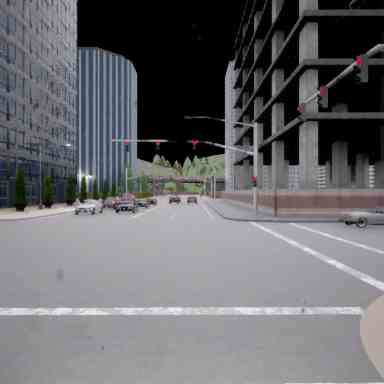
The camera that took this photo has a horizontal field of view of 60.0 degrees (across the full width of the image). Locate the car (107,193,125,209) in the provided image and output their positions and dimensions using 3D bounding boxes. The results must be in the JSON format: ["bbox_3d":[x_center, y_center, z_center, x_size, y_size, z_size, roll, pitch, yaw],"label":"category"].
[{"bbox_3d":[-10.564,1.352,43.344,2.097,1.767,4.553,0,0,0],"label":"car"}]

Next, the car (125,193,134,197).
[{"bbox_3d":[-10.553,1.221,53.759,2.150,2.045,5.566,0,0,0],"label":"car"}]

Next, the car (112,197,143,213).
[{"bbox_3d":[-7.069,1.564,36.726,1.994,1.385,4.181,0,0,0],"label":"car"}]

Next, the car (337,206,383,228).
[{"bbox_3d":[11.897,1.545,21.197,4.718,1.301,1.895,0,0,0],"label":"car"}]

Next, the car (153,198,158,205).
[{"bbox_3d":[-7.037,1.601,56.675,1.895,1.301,4.718,0,0,0],"label":"car"}]

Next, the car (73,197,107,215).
[{"bbox_3d":[-10.570,1.526,34.411,1.812,1.442,4.674,0,0,0],"label":"car"}]

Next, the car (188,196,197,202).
[{"bbox_3d":[0.060,1.579,73.635,1.895,1.301,4.718,0,0,0],"label":"car"}]

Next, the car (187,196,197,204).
[{"bbox_3d":[0.052,1.492,64.530,2.128,1.511,4.902,0,0,0],"label":"car"}]

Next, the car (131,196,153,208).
[{"bbox_3d":[-7.061,1.564,46.635,1.994,1.385,4.181,0,0,0],"label":"car"}]

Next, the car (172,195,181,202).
[{"bbox_3d":[-3.440,1.508,73.608,1.812,1.442,4.674,0,0,0],"label":"car"}]

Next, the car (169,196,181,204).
[{"bbox_3d":[-3.448,1.505,64.534,1.837,1.490,4.892,0,0,0],"label":"car"}]
